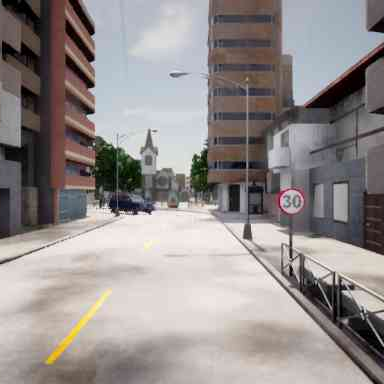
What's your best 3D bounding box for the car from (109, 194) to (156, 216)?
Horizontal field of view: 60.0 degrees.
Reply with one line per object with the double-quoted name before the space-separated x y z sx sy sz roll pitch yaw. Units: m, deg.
"car" -6.202 1.261 34.164 5.566 2.045 2.150 0 -2 40
